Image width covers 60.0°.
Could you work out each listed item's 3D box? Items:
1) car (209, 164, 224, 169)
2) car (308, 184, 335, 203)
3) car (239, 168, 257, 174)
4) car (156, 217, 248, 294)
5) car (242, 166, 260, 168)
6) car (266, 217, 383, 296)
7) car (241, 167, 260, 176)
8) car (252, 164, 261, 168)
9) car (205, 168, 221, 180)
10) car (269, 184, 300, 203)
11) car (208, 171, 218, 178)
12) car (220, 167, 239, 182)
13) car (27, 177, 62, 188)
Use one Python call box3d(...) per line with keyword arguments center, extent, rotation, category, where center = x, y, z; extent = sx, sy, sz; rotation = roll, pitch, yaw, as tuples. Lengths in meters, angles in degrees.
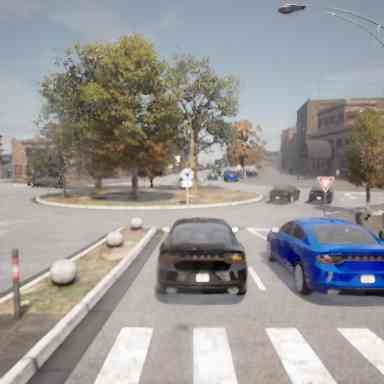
box3d(center=(6.325, -5.350, 85.187), extent=(2.150, 2.045, 5.566), rotation=(1, 6, 10), category="car")
box3d(center=(11.326, 0.069, 29.200), extent=(1.837, 1.490, 4.892), rotation=(3, 6, 24), category="car")
box3d(center=(15.658, -5.908, 93.087), extent=(4.674, 1.452, 2.002), rotation=(1, 6, 11), category="car")
box3d(center=(0.227, 1.373, 8.603), extent=(1.882, 1.535, 5.008), rotation=(0, 1, 1), category="car")
box3d(center=(13.794, -4.962, 82.445), extent=(4.553, 1.767, 2.185), rotation=(1, 6, 10), category="car")
box3d(center=(3.230, 1.377, 8.520), extent=(1.882, 1.535, 5.008), rotation=(0, 1, 1), category="car")
box3d(center=(13.288, -4.558, 79.764), extent=(4.892, 1.521, 2.231), rotation=(1, 6, 10), category="car")
box3d(center=(14.724, -5.645, 87.826), extent=(5.566, 2.045, 2.435), rotation=(1, 6, 10), category="car")
box3d(center=(4.059, -3.294, 66.207), extent=(2.097, 1.767, 4.553), rotation=(0, 6, 1), category="car")
box3d(center=(8.207, 0.059, 29.324), extent=(1.837, 1.490, 4.892), rotation=(4, 6, 30), category="car")
box3d(center=(4.799, -4.009, 75.750), extent=(1.895, 1.301, 4.718), rotation=(1, 6, 9), category="car")
box3d(center=(7.174, -3.082, 62.805), extent=(2.150, 2.045, 5.566), rotation=(0, 6, 0), category="car")
box3d(center=(-20.939, -1.385, 47.275), extent=(4.902, 1.511, 2.128), rotation=(1, 5, 9), category="car")
